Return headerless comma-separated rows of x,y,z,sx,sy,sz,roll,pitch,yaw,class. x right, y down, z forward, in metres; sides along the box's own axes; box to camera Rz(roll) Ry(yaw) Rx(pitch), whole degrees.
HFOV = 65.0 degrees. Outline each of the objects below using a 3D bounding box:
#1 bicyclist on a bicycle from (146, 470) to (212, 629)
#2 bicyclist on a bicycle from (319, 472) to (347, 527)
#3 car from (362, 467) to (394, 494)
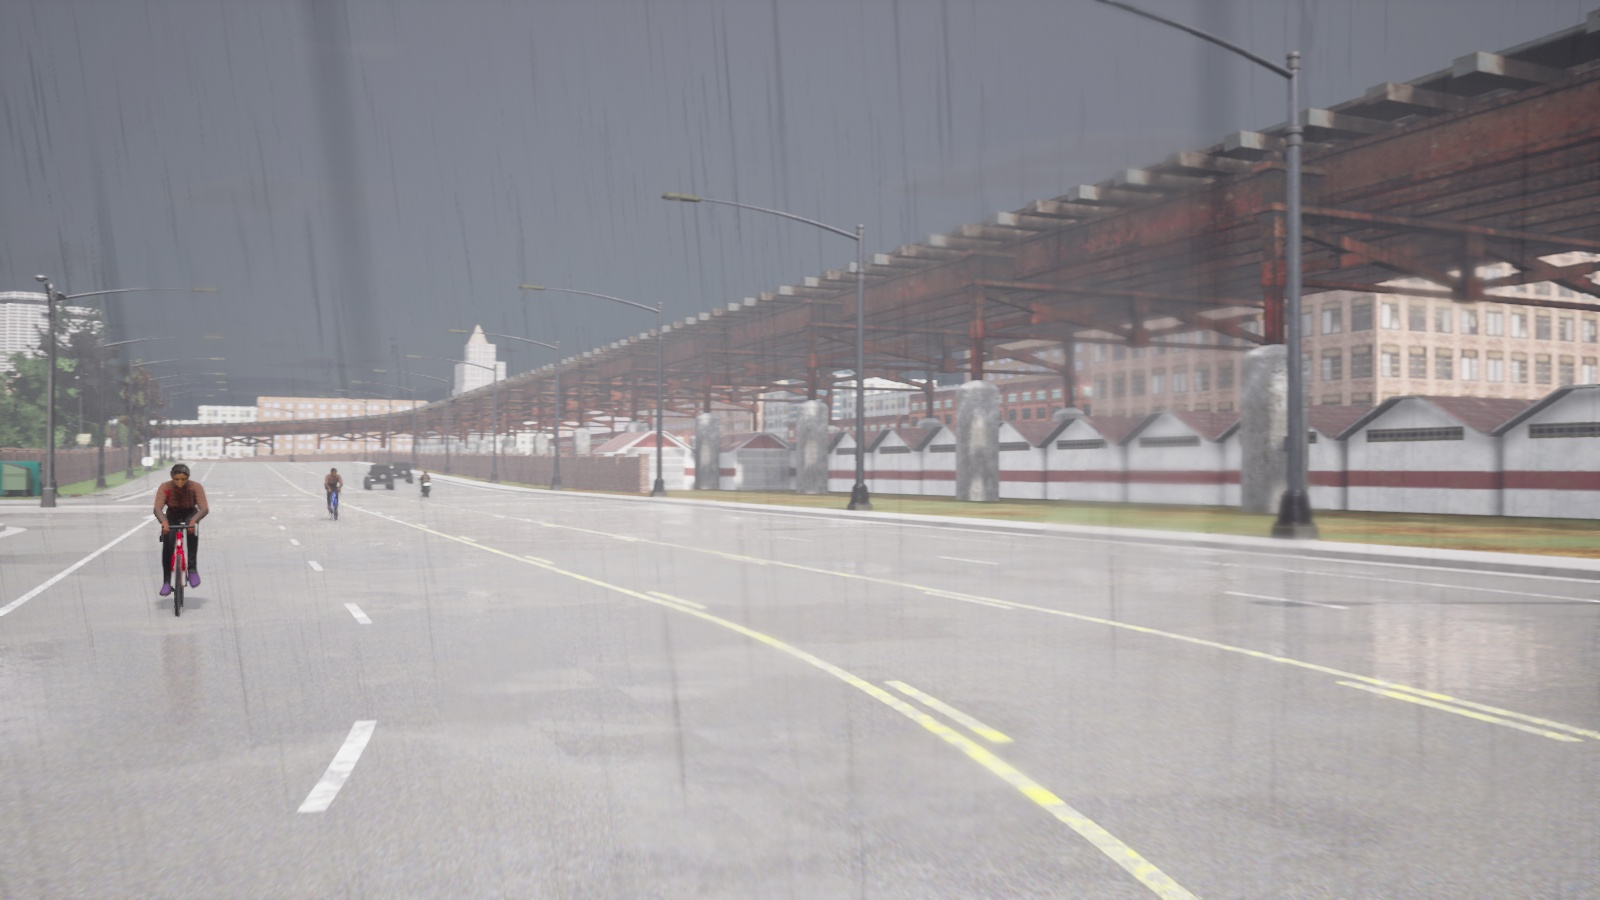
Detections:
-6.776,1.033,13.744,0.582,1.620,1.656,0,-1,-24,bicyclist on a bicycle
-14.209,1.481,38.195,0.582,1.620,1.656,0,-1,-28,bicyclist on a bicycle
-31.298,2.239,93.075,1.905,1.878,3.866,0,0,-25,car
